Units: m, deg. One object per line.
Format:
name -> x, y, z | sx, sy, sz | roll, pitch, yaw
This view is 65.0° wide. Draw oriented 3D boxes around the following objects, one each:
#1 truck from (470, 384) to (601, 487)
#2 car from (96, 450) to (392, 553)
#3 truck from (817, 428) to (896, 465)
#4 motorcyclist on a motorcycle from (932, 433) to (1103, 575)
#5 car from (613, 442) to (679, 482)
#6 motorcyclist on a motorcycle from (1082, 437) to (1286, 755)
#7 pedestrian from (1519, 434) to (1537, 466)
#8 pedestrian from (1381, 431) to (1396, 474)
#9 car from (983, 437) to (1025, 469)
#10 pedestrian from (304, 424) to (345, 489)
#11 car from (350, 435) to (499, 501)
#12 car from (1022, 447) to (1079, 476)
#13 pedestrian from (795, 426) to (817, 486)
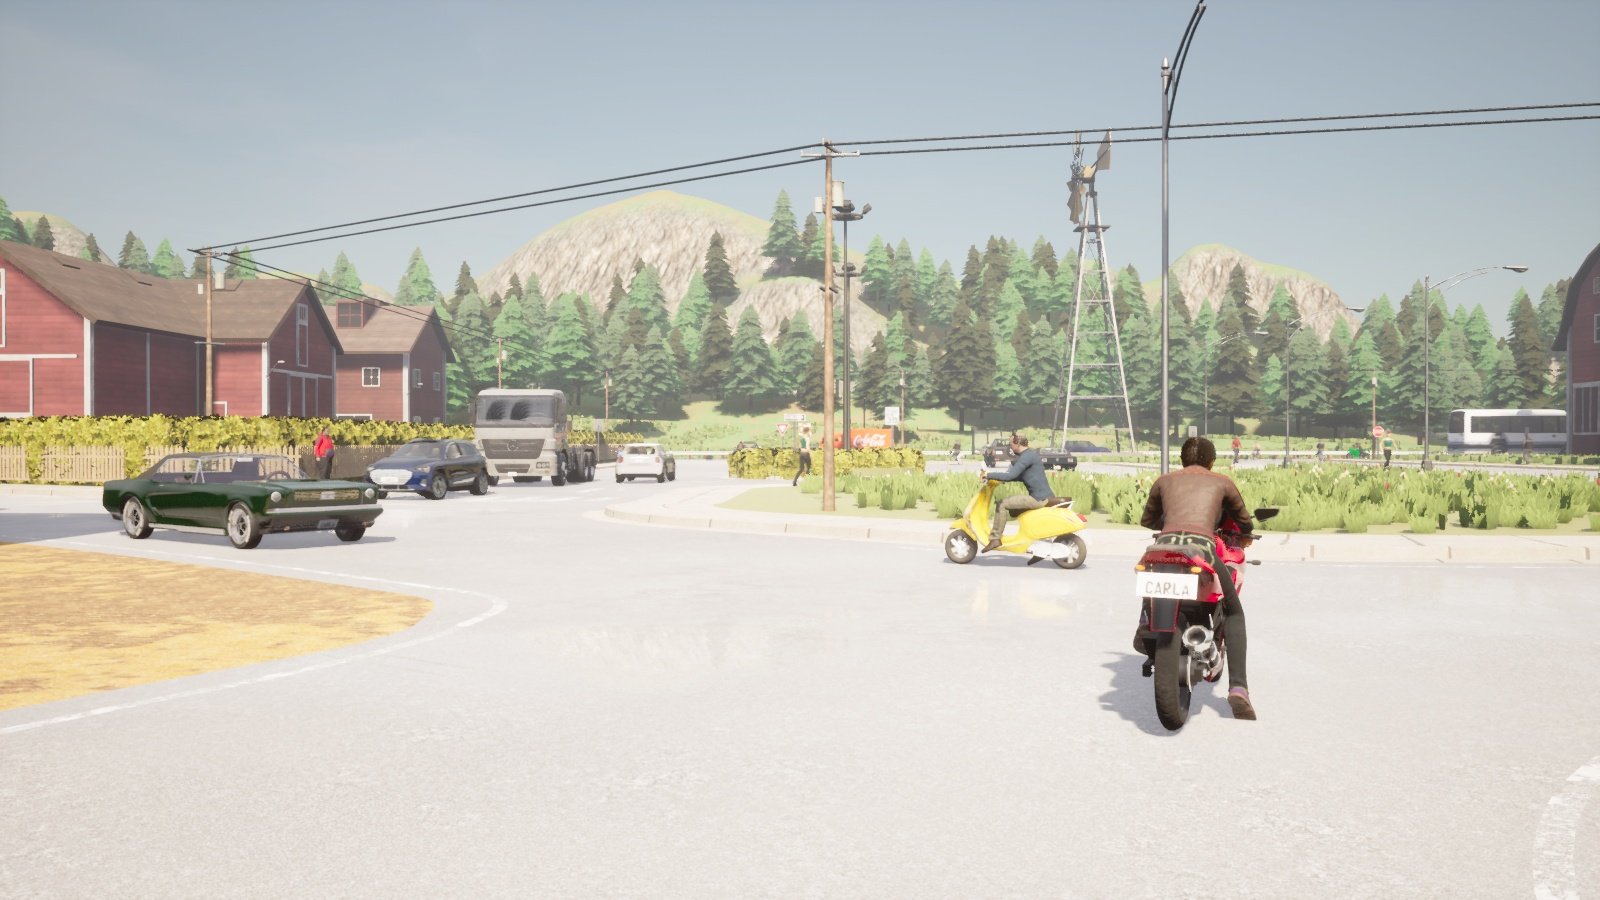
truck -> -9.491, -0.503, 46.018 | 2.891, 3.462, 7.936 | 0, 0, 2
car -> -8.306, 0.675, 18.587 | 4.718, 1.301, 1.895 | 1, 1, 36
truck -> 3.975, -0.245, 87.965 | 5.204, 2.467, 2.627 | -1, 0, 10
motorcyclist on a motorcycle -> 2.569, 0.598, 14.846 | 1.817, 1.590, 0.866 | 0, 1, 27
car -> -5.903, 0.433, 48.489 | 1.970, 1.475, 3.806 | 0, 0, 2
motorcyclist on a motorcycle -> 2.227, 0.687, 7.090 | 0.797, 1.523, 2.044 | 0, 1, 26
pedestrian -> 43.013, 0.017, 74.227 | 0.563, 1.883, 0.849 | 0, 0, 0
pedestrian -> 25.206, 0.118, 53.812 | 0.345, 1.836, 0.594 | 0, 0, -1
car -> 12.314, 0.144, 76.019 | 1.932, 1.855, 4.605 | 0, 0, 2
pedestrian -> -13.669, 0.187, 36.118 | 0.899, 1.844, 0.634 | 0, 0, 19
car -> -10.159, 0.472, 34.430 | 2.033, 1.649, 4.856 | 1, 0, 8
car -> 11.856, 0.519, 59.787 | 1.895, 1.301, 4.718 | 0, 0, 2
pedestrian -> 0.189, 0.184, 38.572 | 0.594, 1.836, 0.345 | 0, 0, -36
